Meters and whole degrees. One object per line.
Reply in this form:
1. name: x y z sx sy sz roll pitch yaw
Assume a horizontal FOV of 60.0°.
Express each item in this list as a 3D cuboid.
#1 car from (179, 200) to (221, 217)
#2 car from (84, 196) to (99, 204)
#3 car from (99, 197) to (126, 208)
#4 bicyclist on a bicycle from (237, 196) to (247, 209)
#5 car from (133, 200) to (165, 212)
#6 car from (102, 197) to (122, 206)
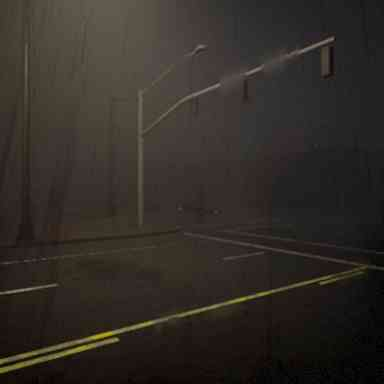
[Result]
1. car: 0.680 1.477 30.898 2.128 1.511 4.902 0 0 -36
2. car: -19.673 1.509 65.428 1.812 1.442 4.674 0 0 -36
3. car: -11.006 1.463 47.198 1.882 1.535 5.008 0 0 -35
4. bicyclist on a bicycle: 6.298 1.280 41.909 1.656 1.620 0.582 0 0 -36
5. car: -5.122 1.586 38.985 1.895 1.301 4.718 0 0 -36
6. car: -13.844 1.547 57.391 1.994 1.385 4.181 0 0 -35
